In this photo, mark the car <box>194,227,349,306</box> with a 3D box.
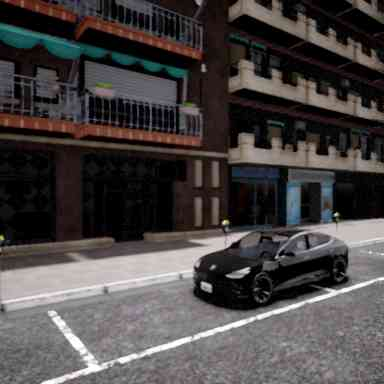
[{"bbox_3d":[2.067,1.561,8.030,4.313,1.339,1.947,0,0,-35],"label":"car"}]
